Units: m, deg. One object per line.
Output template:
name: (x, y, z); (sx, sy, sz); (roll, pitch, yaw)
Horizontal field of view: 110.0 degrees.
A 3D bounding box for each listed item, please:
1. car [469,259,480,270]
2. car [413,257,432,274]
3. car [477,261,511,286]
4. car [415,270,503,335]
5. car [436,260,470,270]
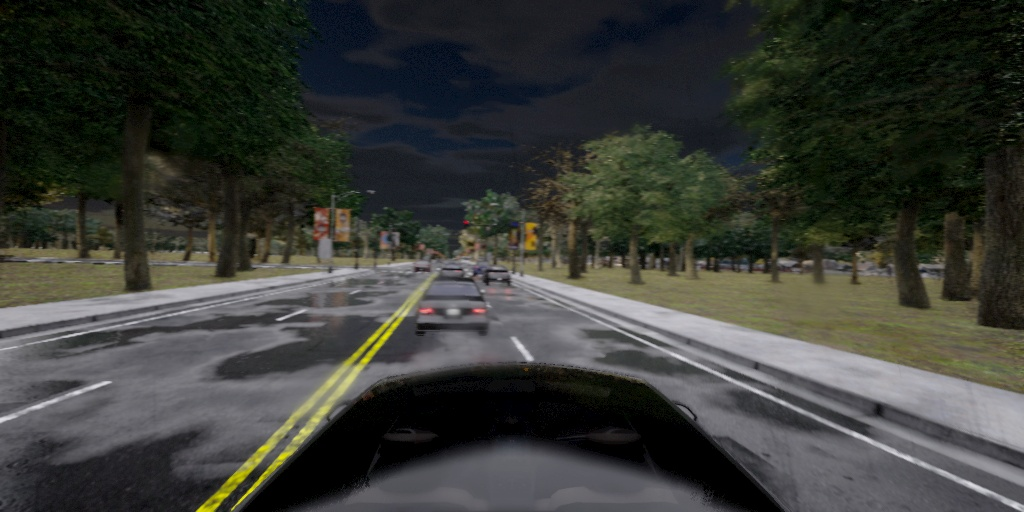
car: (-3.200, 1.297, 38.784); (2.097, 1.767, 4.553); (2, 0, -9)
car: (-10.373, 1.227, 41.884); (1.882, 1.535, 5.008); (2, 0, -9)
car: (-1.243, 1.405, 27.297); (2.128, 1.511, 4.902); (2, 0, -10)
car: (-1.731, 1.311, 10.532); (2.033, 1.411, 5.357); (2, 0, -9)
car: (-4.627, 1.302, 27.839); (2.128, 1.511, 4.902); (2, 0, -10)
